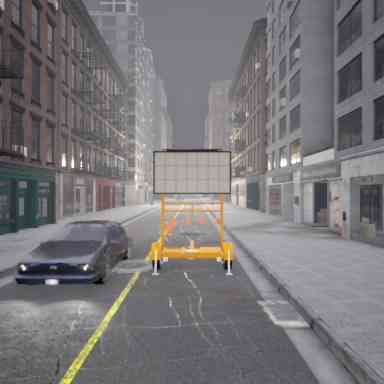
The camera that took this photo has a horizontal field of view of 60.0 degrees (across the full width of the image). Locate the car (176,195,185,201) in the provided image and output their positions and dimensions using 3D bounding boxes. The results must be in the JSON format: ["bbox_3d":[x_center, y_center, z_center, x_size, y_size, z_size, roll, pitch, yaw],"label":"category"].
[{"bbox_3d":[-2.972,1.436,85.141,1.837,1.490,4.892,0,0,0],"label":"car"}]

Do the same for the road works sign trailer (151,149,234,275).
[{"bbox_3d":[0.010,0.462,10.405,2.380,3.560,2.880,0,0,0],"label":"road works sign trailer"}]

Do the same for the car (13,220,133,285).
[{"bbox_3d":[-2.996,1.545,9.784,2.033,1.411,5.357,0,0,0],"label":"car"}]
